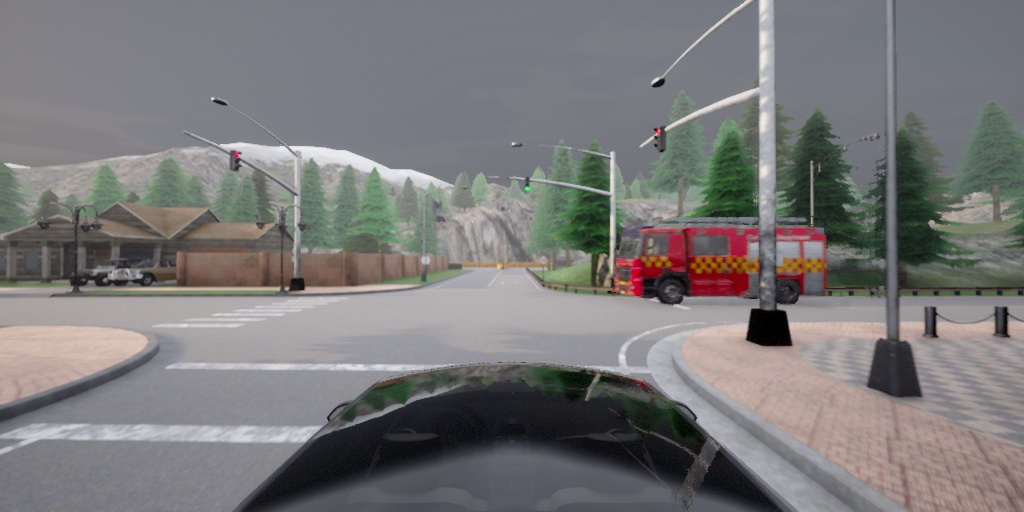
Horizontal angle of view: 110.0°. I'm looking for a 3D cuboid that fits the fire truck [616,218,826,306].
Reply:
[{"bbox_3d":[9.381,0.227,16.730,8.468,3.827,2.891,0,-1,-1],"label":"fire truck"}]
